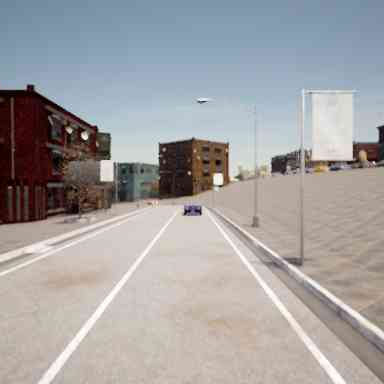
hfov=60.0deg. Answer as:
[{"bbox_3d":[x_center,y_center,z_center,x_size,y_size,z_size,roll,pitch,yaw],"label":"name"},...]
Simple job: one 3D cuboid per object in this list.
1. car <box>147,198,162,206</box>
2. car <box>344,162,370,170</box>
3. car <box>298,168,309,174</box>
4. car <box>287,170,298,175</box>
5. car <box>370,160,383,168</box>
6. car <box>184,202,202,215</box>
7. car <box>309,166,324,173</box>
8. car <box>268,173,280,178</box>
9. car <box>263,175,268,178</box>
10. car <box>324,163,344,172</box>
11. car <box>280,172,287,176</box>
[{"bbox_3d":[-7.964,2.058,70.403,2.097,1.767,4.553,0,-2,-21],"label":"car"},{"bbox_3d":[23.534,-3.440,45.491,2.163,1.488,4.792,0,1,-6],"label":"car"},{"bbox_3d":[22.093,-3.702,62.225,2.002,1.452,4.674,0,1,-2],"label":"car"},{"bbox_3d":[21.859,-3.827,67.767,2.231,1.521,4.892,0,1,-1],"label":"car"},{"bbox_3d":[24.236,-3.340,40.017,2.002,1.452,4.674,0,1,-7],"label":"car"},{"bbox_3d":[0.099,1.668,35.467,1.895,1.301,4.718,0,0,0],"label":"car"},{"bbox_3d":[22.445,-3.652,56.688,2.097,1.535,5.008,0,1,-4],"label":"car"},{"bbox_3d":[21.492,-4.129,84.222,2.185,1.767,4.553,0,1,-1],"label":"car"},{"bbox_3d":[21.373,-4.015,89.716,2.002,1.452,4.674,0,1,-1],"label":"car"},{"bbox_3d":[22.913,-3.688,51.182,2.185,1.767,4.553,0,1,-5],"label":"car"},{"bbox_3d":[21.730,-3.894,73.285,2.231,1.521,4.892,0,1,-1],"label":"car"}]
